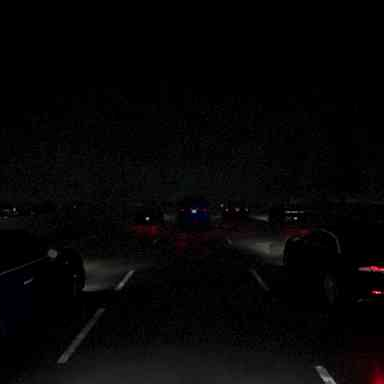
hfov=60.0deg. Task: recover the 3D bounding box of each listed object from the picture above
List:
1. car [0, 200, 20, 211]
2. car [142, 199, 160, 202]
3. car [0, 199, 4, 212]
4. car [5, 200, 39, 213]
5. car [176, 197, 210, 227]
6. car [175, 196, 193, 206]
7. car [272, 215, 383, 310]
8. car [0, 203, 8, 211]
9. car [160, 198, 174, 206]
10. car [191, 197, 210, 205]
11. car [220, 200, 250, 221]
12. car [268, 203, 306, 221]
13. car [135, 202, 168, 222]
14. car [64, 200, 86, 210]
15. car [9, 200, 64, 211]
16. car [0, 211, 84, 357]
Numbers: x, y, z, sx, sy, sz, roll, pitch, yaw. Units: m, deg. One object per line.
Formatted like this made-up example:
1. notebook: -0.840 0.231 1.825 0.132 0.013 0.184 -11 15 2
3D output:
1. car: -17.459 1.645 29.255 1.837 1.490 4.892 0 0 0
2. car: -7.818 1.893 60.700 1.895 1.301 4.718 0 0 -22
3. car: -24.678 1.682 39.501 2.128 1.511 4.902 0 0 -3
4. car: -21.399 1.750 42.157 2.033 1.411 5.357 0 0 -6
5. car: 0.133 1.336 23.779 2.150 2.045 5.566 0 0 0
6. car: -1.584 1.660 64.051 2.097 1.767 4.553 0 0 -22
7. car: 3.611 1.528 7.871 2.128 1.511 4.902 0 0 0
8. car: -13.971 1.645 20.456 2.033 1.411 5.357 0 0 0
9. car: -4.833 1.866 62.762 1.994 1.385 4.181 0 0 -22
10. car: 1.611 1.819 65.491 1.837 1.490 4.892 0 0 -22
11. car: 3.638 1.490 28.847 2.097 1.767 4.553 0 0 0
12. car: 7.135 1.613 25.311 2.128 1.511 4.902 0 0 0
13. car: -3.361 1.732 27.444 1.895 1.301 4.718 0 0 0
14. car: -14.172 1.669 39.803 1.882 1.535 5.008 0 0 -3
15. car: -13.960 1.693 30.342 2.033 1.411 5.357 0 0 0
16. car: -3.393 1.376 5.418 2.097 1.767 4.553 0 0 0
